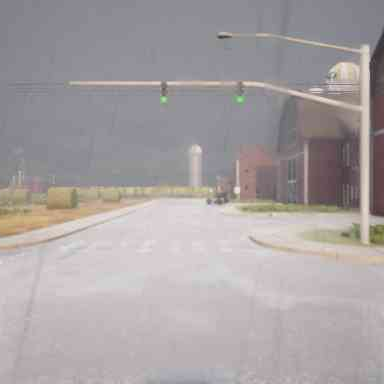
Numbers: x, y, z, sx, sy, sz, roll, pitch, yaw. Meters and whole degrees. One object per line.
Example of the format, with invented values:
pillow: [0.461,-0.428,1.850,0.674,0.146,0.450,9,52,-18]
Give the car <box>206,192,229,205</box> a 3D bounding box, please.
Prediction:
car: [4.159,1.015,53.915,1.905,1.878,3.866,-8,4,-42]
